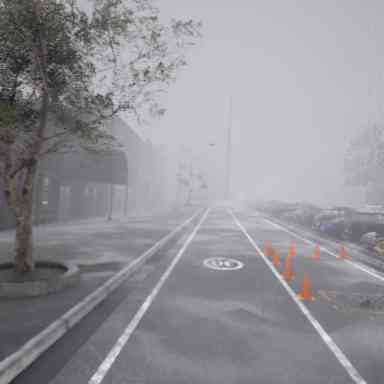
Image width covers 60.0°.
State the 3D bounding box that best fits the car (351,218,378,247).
[{"bbox_3d":[10.414,2.242,15.526,4.674,1.452,2.002,3,-1,4],"label":"car"}]

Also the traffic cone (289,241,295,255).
[{"bbox_3d":[4.128,2.326,13.691,0.340,0.580,0.340,3,-1,4],"label":"traffic cone"}]

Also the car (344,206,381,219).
[{"bbox_3d":[26.285,3.148,51.320,4.553,1.767,2.185,3,0,4],"label":"car"}]

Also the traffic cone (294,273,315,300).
[{"bbox_3d":[2.670,2.185,7.787,0.340,0.580,0.340,3,-1,4],"label":"traffic cone"}]

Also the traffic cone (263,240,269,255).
[{"bbox_3d":[3.134,2.276,13.769,0.340,0.580,0.340,3,-1,4],"label":"traffic cone"}]

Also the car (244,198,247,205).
[{"bbox_3d":[14.894,2.795,74.231,5.008,1.535,2.097,3,0,4],"label":"car"}]

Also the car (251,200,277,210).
[{"bbox_3d":[14.233,2.601,65.849,4.553,1.767,2.185,3,0,4],"label":"car"}]

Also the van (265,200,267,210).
[{"bbox_3d":[12.888,2.351,46.272,4.442,1.987,1.878,3,0,4],"label":"van"}]

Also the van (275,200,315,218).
[{"bbox_3d":[12.246,2.284,37.889,4.442,1.987,1.878,3,0,4],"label":"van"}]

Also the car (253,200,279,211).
[{"bbox_3d":[14.019,2.578,63.053,4.553,1.767,2.185,3,0,4],"label":"car"}]

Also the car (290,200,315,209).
[{"bbox_3d":[28.995,3.309,87.430,5.566,2.045,2.435,3,0,4],"label":"car"}]

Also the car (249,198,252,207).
[{"bbox_3d":[13.814,2.431,60.259,5.566,2.045,2.435,3,0,4],"label":"car"}]

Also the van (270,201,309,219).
[{"bbox_3d":[12.674,2.329,43.477,4.442,1.987,1.878,3,0,4],"label":"van"}]

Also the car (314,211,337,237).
[{"bbox_3d":[10.833,2.290,21.117,5.008,1.535,2.097,3,-1,4],"label":"car"}]

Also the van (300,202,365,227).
[{"bbox_3d":[11.392,2.153,26.702,4.442,1.987,1.878,3,-1,4],"label":"van"}]

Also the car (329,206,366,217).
[{"bbox_3d":[26.487,3.304,56.870,5.366,1.575,1.946,3,0,4],"label":"car"}]

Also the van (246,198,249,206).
[{"bbox_3d":[14.581,2.541,71.445,4.442,1.987,1.878,3,0,4],"label":"van"}]

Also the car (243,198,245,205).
[{"bbox_3d":[15.297,2.868,79.823,4.792,1.488,2.163,3,0,4],"label":"car"}]

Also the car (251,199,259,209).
[{"bbox_3d":[13.600,2.408,57.464,5.566,2.045,2.435,3,0,4],"label":"car"}]

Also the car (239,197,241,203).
[{"bbox_3d":[16.177,2.930,90.998,5.008,1.535,2.097,3,0,4],"label":"car"}]

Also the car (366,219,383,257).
[{"bbox_3d":[10.016,2.145,12.746,5.366,1.575,1.946,3,-1,4],"label":"car"}]

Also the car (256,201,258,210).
[{"bbox_3d":[13.397,2.678,54.665,4.674,1.452,2.002,3,0,4],"label":"car"}]

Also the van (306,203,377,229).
[{"bbox_3d":[10.947,2.102,23.926,4.442,1.987,1.878,3,-1,4],"label":"van"}]

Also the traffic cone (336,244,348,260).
[{"bbox_3d":[6.116,2.425,13.536,0.340,0.580,0.340,3,-1,5],"label":"traffic cone"}]

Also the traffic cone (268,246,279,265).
[{"bbox_3d":[2.979,2.247,11.775,0.340,0.580,0.340,3,-1,4],"label":"traffic cone"}]

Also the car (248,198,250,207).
[{"bbox_3d":[14.509,2.626,68.639,4.553,1.767,2.185,3,0,4],"label":"car"}]

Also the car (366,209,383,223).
[{"bbox_3d":[25.798,3.211,43.003,5.366,1.575,1.946,3,0,4],"label":"car"}]

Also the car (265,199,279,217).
[{"bbox_3d":[12.317,2.274,40.693,5.566,2.045,2.435,3,0,4],"label":"car"}]

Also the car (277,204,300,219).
[{"bbox_3d":[11.911,2.476,35.097,4.892,1.521,2.231,3,0,4],"label":"car"}]

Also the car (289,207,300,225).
[{"bbox_3d":[11.505,2.443,29.500,4.792,1.488,2.163,3,-1,4],"label":"car"}]

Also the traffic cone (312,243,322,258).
[{"bbox_3d":[5.122,2.375,13.613,0.340,0.580,0.340,3,-1,4],"label":"traffic cone"}]

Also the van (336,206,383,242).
[{"bbox_3d":[10.754,2.026,18.315,4.442,1.987,1.878,3,-1,4],"label":"van"}]

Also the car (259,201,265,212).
[{"bbox_3d":[12.968,2.594,49.076,4.892,1.521,2.231,3,0,4],"label":"car"}]

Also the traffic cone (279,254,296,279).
[{"bbox_3d":[2.824,2.216,9.781,0.340,0.580,0.340,3,-1,4],"label":"traffic cone"}]

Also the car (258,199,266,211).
[{"bbox_3d":[13.226,2.492,51.868,4.553,1.767,2.185,3,0,4],"label":"car"}]

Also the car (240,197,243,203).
[{"bbox_3d":[16.154,2.913,88.191,5.366,1.575,1.946,3,0,4],"label":"car"}]

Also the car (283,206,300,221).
[{"bbox_3d":[11.687,2.485,32.302,4.674,1.452,2.002,3,0,4],"label":"car"}]

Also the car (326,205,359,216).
[{"bbox_3d":[26.889,3.339,59.623,4.892,1.521,2.231,3,0,4],"label":"car"}]

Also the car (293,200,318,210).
[{"bbox_3d":[28.792,3.287,84.776,5.566,2.045,2.435,3,0,4],"label":"car"}]

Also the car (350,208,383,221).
[{"bbox_3d":[26.006,3.277,48.554,4.792,1.488,2.163,3,0,4],"label":"car"}]
